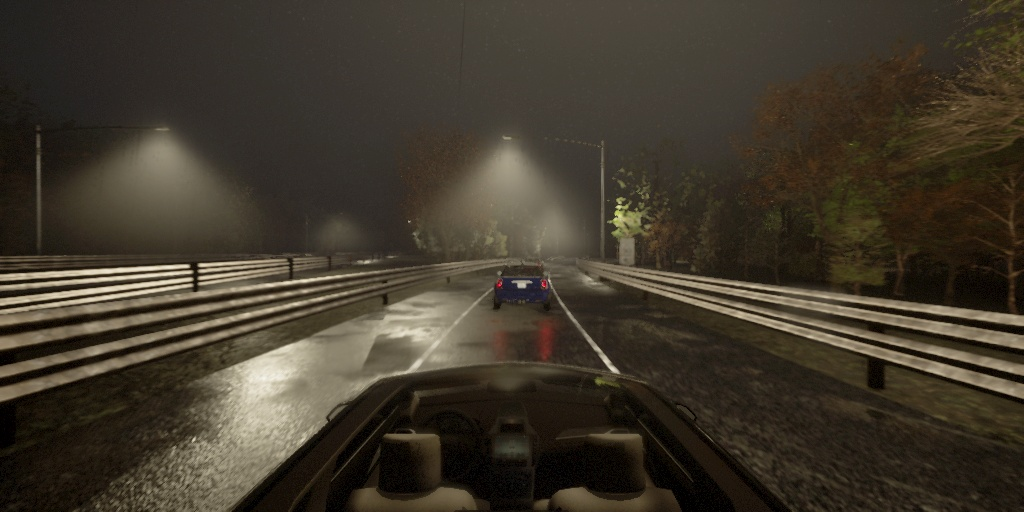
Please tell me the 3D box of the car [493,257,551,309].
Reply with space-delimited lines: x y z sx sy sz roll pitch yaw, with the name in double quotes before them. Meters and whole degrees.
"car" 0.430 1.035 14.648 2.097 1.767 4.553 0 0 2
